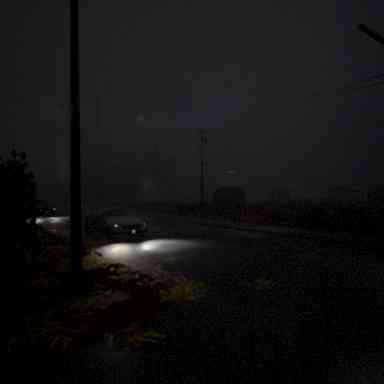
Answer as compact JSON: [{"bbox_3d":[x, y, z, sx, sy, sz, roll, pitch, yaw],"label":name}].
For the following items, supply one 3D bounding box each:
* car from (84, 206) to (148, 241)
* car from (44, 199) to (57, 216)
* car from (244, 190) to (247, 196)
[{"bbox_3d":[-3.927,1.458,16.545,1.812,1.442,4.674,-1,0,-36],"label":"car"},{"bbox_3d":[-13.734,1.436,30.266,1.837,1.490,4.892,-1,0,-35],"label":"car"},{"bbox_3d":[12.438,0.510,81.801,1.905,1.878,3.866,5,3,11],"label":"car"}]
